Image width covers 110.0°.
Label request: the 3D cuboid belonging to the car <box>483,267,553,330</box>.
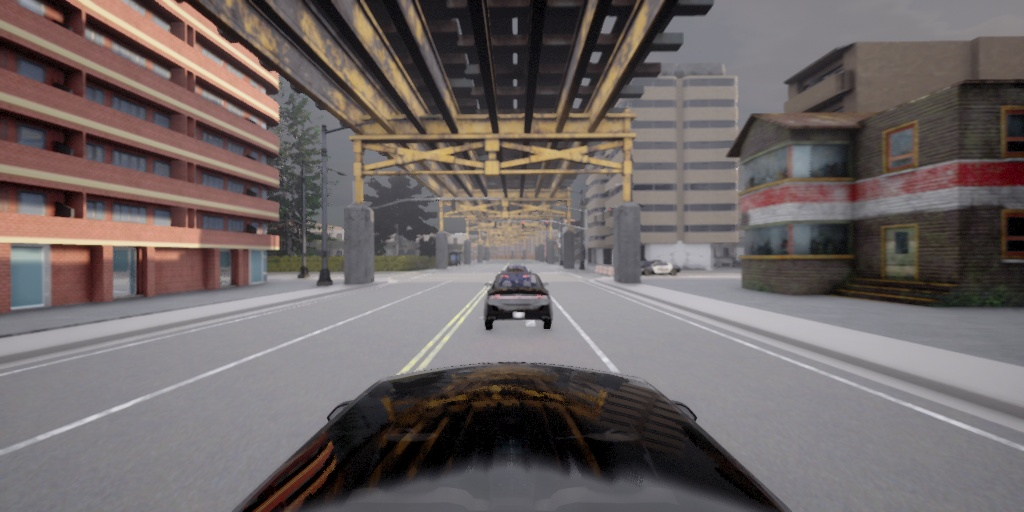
[{"bbox_3d":[0.156,1.251,11.227,2.128,1.511,4.902,0,0,0],"label":"car"}]

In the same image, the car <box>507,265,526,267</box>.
[{"bbox_3d":[0.275,1.285,22.453,1.812,1.442,4.674,0,0,1],"label":"car"}]
